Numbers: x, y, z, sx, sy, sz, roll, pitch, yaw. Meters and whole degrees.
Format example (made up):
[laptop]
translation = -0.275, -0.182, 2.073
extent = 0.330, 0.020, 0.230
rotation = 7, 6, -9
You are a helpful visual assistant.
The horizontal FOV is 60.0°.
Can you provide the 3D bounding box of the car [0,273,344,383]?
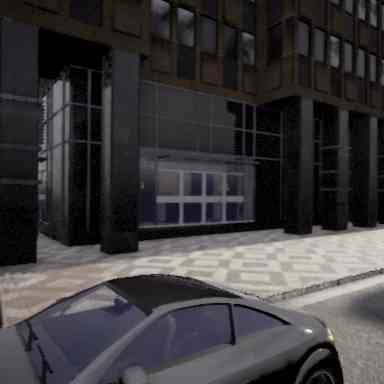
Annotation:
[car]
translation = -0.523, 1.555, 3.006
extent = 4.181, 1.385, 1.994
rotation = 1, 0, -35
